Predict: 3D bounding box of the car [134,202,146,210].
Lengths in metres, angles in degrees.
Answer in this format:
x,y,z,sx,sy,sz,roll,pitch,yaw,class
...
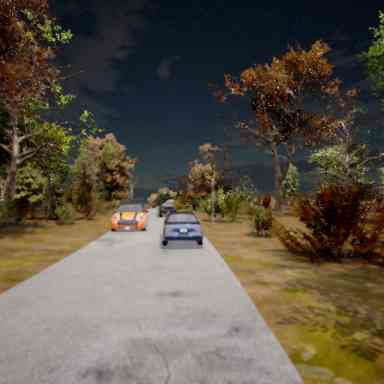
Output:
x,y,z,sx,sy,sz,roll,pitch,yaw,class
-9.747,2.594,62.017,2.033,1.411,5.357,0,-2,-9,car

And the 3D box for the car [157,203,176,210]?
x,y,z,sx,sy,sz,roll,pitch,yaw,class
-2.768,1.951,36.929,1.837,1.490,4.892,0,-1,-8,car

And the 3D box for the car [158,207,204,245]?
x,y,z,sx,sy,sz,roll,pitch,yaw,class
-0.522,1.666,16.252,2.033,1.411,5.357,0,-1,-4,car

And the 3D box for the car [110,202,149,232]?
x,y,z,sx,sy,sz,roll,pitch,yaw,class
-3.908,1.525,21.387,2.097,1.767,4.553,0,-1,-5,car
